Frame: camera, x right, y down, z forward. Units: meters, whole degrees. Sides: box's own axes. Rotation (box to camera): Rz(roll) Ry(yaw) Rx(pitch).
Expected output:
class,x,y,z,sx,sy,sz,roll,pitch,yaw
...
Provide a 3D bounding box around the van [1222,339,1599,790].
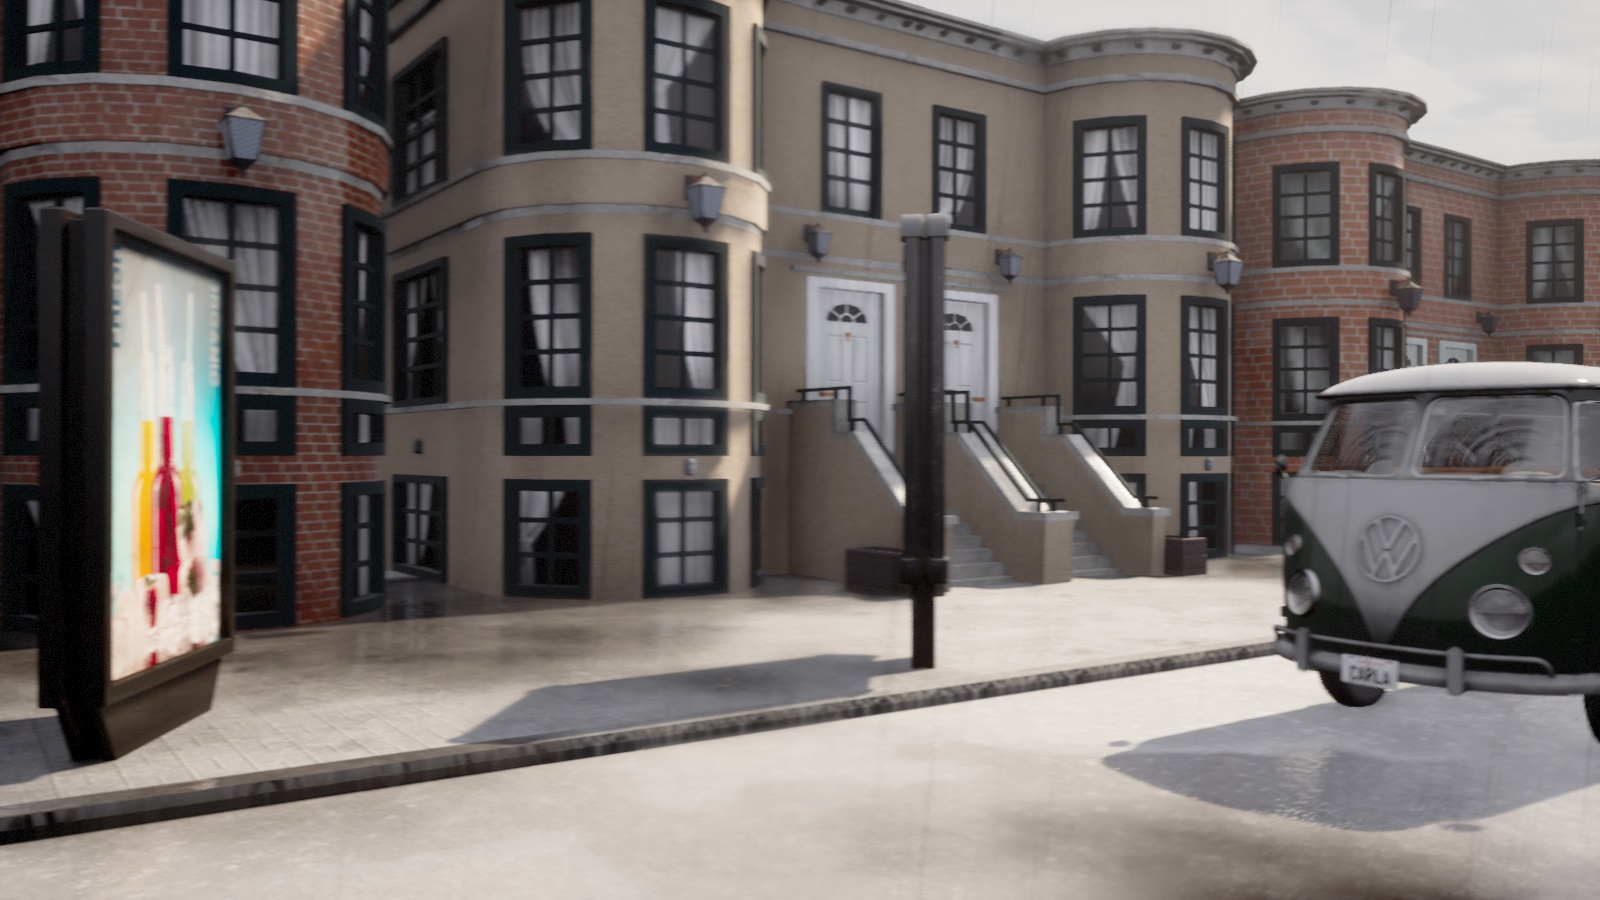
class,x,y,z,sx,sy,sz,roll,pitch,yaw
van,4.682,0.506,7.527,4.442,1.987,1.775,0,0,-35
